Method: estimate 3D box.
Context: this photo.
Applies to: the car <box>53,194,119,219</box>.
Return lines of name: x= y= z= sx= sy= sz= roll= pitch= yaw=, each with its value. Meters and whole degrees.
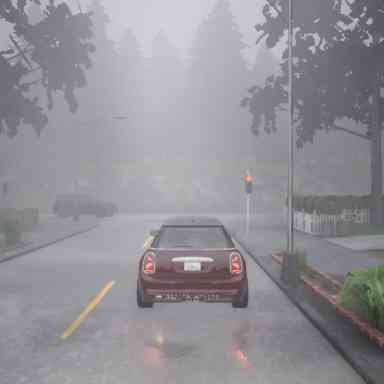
car: x=-9.168 y=1.223 z=28.731 sx=5.566 sy=2.045 sz=2.150 roll=0 pitch=-1 yaw=11

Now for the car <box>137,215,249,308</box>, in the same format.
car: x=0.021 y=1.352 z=8.082 sx=2.097 sy=1.767 sz=4.553 roll=0 pitch=0 yaw=0
